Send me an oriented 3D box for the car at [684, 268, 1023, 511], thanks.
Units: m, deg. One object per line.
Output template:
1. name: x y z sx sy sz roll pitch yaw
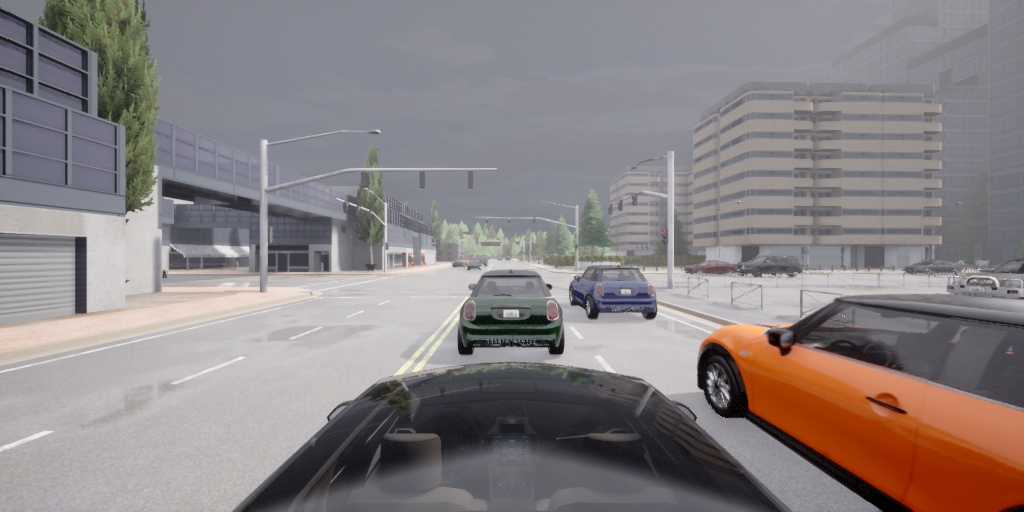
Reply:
1. car: 3.587 1.102 3.045 2.097 1.767 4.553 0 0 -1

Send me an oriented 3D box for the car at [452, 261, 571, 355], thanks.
1. car: -0.032 1.102 8.861 2.097 1.767 4.553 0 0 0

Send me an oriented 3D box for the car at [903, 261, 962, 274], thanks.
1. car: 43.976 1.257 37.552 4.892 1.490 1.837 1 0 -2

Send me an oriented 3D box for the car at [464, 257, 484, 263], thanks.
1. car: -5.221 1.255 49.827 1.837 1.490 4.892 0 0 -2

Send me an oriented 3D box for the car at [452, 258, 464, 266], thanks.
1. car: -8.991 1.351 60.346 1.895 1.301 4.718 0 0 -2

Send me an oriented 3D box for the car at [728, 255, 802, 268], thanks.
1. car: 23.763 0.971 33.326 5.566 2.045 2.150 0 0 -2

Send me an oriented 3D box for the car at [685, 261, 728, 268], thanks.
1. car: 20.272 1.227 36.696 5.008 1.535 1.882 0 0 -2

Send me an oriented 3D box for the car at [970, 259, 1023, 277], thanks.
1. car: 47.635 1.243 34.155 4.902 1.511 2.128 0 0 -2

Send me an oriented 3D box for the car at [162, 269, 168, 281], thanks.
1. car: -28.902 1.103 27.017 4.553 1.767 2.097 0 0 -2

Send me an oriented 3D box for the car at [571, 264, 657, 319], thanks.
1. car: 3.407 1.102 12.941 2.097 1.767 4.553 0 0 -1
